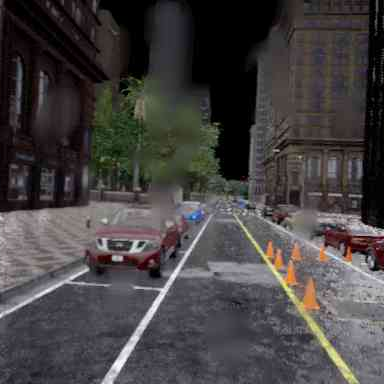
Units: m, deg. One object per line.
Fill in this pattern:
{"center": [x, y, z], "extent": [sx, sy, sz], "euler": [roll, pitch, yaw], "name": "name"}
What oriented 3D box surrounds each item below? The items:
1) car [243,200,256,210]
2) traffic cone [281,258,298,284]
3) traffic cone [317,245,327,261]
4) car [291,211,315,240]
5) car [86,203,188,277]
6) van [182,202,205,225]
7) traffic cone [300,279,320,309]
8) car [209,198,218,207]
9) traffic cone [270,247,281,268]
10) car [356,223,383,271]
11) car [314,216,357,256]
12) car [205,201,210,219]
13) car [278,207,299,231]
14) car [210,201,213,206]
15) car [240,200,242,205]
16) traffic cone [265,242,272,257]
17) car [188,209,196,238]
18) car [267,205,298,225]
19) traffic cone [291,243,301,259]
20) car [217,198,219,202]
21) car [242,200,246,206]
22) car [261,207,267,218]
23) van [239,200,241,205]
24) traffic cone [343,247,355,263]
{"center": [12.244, 2.998, 68.683], "extent": [1.947, 1.339, 4.313], "euler": [2, -1, 5], "name": "car"}
{"center": [2.729, 2.201, 9.169], "extent": [0.340, 0.580, 0.340], "euler": [3, -1, 5], "name": "traffic cone"}
{"center": [5.083, 2.362, 12.968], "extent": [0.340, 0.580, 0.340], "euler": [3, -1, 5], "name": "traffic cone"}
{"center": [7.855, 2.189, 20.752], "extent": [2.008, 1.369, 4.403], "euler": [2, -1, 5], "name": "car"}
{"center": [-1.603, 1.370, 10.747], "extent": [2.192, 1.841, 5.009], "euler": [2, -1, 5], "name": "car"}
{"center": [-0.120, 1.670, 26.955], "extent": [1.690, 1.788, 3.998], "euler": [2, -1, 5], "name": "van"}
{"center": [2.546, 2.168, 7.178], "extent": [0.340, 0.580, 0.340], "euler": [3, -1, 5], "name": "traffic cone"}
{"center": [4.261, 2.670, 74.883], "extent": [2.008, 1.369, 4.403], "euler": [2, -1, 5], "name": "car"}
{"center": [2.911, 2.235, 11.161], "extent": [0.340, 0.580, 0.340], "euler": [3, -1, 5], "name": "traffic cone"}
{"center": [6.870, 1.895, 9.951], "extent": [1.967, 1.590, 4.097], "euler": [2, -1, 5], "name": "car"}
{"center": [7.359, 2.091, 15.351], "extent": [1.887, 1.381, 4.507], "euler": [2, -1, 5], "name": "car"}
{"center": [0.371, 1.860, 32.357], "extent": [1.967, 1.590, 4.097], "euler": [2, -1, 5], "name": "car"}
{"center": [8.366, 2.258, 26.324], "extent": [1.752, 1.417, 4.829], "euler": [2, -1, 5], "name": "car"}
{"center": [1.354, 2.182, 43.161], "extent": [1.802, 1.307, 4.206], "euler": [2, -1, 5], "name": "car"}
{"center": [13.250, 3.135, 79.647], "extent": [1.752, 1.417, 4.829], "euler": [3, -1, 5], "name": "car"}
{"center": [3.093, 2.268, 13.152], "extent": [0.340, 0.580, 0.340], "euler": [3, -1, 5], "name": "traffic cone"}
{"center": [-1.118, 1.691, 16.147], "extent": [1.887, 1.381, 4.507], "euler": [2, -1, 5], "name": "car"}
{"center": [8.855, 2.136, 31.559], "extent": [2.192, 1.841, 5.009], "euler": [2, -1, 5], "name": "car"}
{"center": [4.088, 2.315, 13.060], "extent": [0.340, 0.580, 0.340], "euler": [3, -1, 5], "name": "traffic cone"}
{"center": [4.760, 2.647, 80.281], "extent": [1.967, 1.590, 4.097], "euler": [2, -1, 5], "name": "car"}
{"center": [12.738, 3.086, 74.080], "extent": [1.947, 1.339, 4.313], "euler": [2, -1, 5], "name": "car"}
{"center": [9.833, 2.566, 42.360], "extent": [1.947, 1.339, 4.313], "euler": [2, -1, 5], "name": "car"}
{"center": [13.737, 3.035, 84.877], "extent": [1.690, 1.788, 3.998], "euler": [3, -1, 5], "name": "van"}
{"center": [6.077, 2.409, 12.877], "extent": [0.340, 0.580, 0.340], "euler": [3, -1, 5], "name": "traffic cone"}
